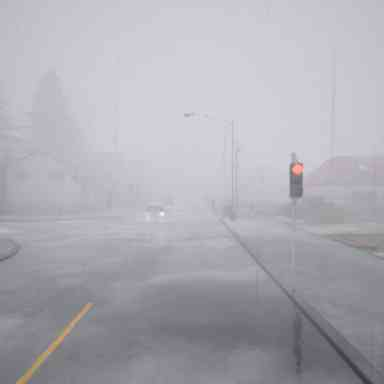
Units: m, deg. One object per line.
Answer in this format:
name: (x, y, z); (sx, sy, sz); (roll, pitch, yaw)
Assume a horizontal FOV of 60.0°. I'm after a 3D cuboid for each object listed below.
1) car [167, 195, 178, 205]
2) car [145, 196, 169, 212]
car: (-3.889, 1.306, 52.494); (2.128, 1.511, 4.902); (0, 0, 0)
car: (-3.962, 1.395, 36.636); (1.812, 1.442, 4.674); (0, 0, 0)
